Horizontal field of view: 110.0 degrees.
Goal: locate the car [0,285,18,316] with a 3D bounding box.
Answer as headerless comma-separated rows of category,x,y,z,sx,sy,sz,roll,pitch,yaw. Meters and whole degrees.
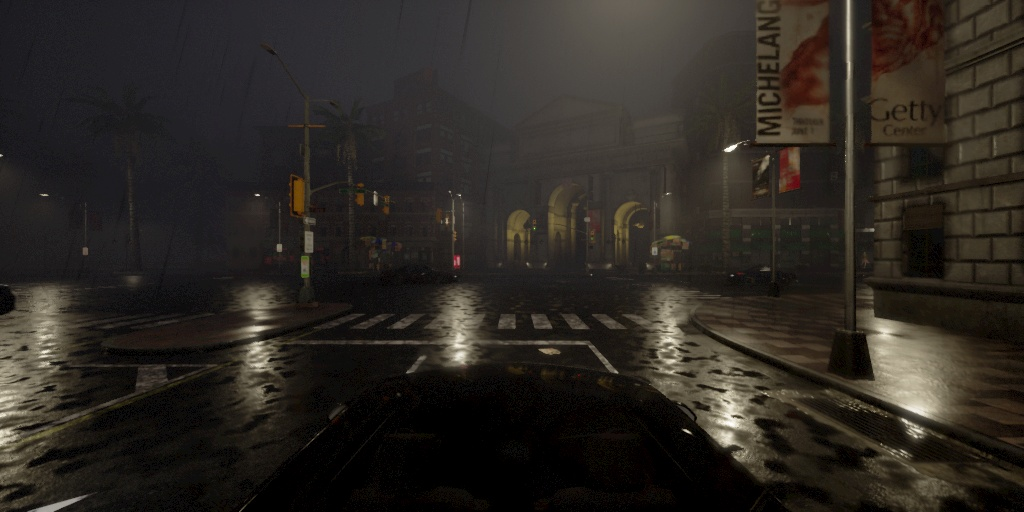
car,-15.200,1.241,8.278,2.128,1.511,4.902,0,0,-4

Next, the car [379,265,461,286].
car,-6.326,1.297,24.860,5.357,1.411,2.033,0,0,1

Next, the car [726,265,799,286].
car,17.130,1.314,24.630,4.181,1.385,1.994,0,0,1

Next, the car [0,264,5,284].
car,-39.223,1.276,25.187,4.674,1.442,1.812,0,0,1
